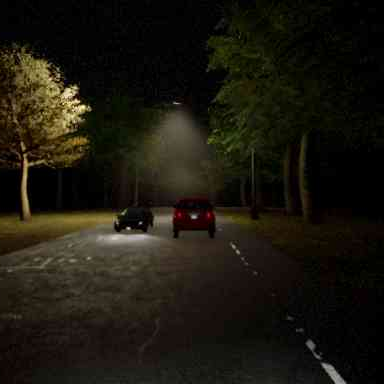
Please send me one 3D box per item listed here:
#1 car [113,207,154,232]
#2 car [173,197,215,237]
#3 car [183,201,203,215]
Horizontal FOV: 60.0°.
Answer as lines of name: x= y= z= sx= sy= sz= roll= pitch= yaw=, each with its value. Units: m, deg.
car: x=-3.505 y=1.664 z=21.097 sx=2.033 sy=1.411 sz=5.357 roll=0 pitch=-1 yaw=0
car: x=0.098 y=1.314 z=18.750 sx=2.150 sy=2.045 sz=5.566 roll=0 pitch=0 yaw=0
car: x=0.096 y=1.836 z=39.143 sx=2.128 sy=1.511 sz=4.902 roll=0 pitch=-1 yaw=0
